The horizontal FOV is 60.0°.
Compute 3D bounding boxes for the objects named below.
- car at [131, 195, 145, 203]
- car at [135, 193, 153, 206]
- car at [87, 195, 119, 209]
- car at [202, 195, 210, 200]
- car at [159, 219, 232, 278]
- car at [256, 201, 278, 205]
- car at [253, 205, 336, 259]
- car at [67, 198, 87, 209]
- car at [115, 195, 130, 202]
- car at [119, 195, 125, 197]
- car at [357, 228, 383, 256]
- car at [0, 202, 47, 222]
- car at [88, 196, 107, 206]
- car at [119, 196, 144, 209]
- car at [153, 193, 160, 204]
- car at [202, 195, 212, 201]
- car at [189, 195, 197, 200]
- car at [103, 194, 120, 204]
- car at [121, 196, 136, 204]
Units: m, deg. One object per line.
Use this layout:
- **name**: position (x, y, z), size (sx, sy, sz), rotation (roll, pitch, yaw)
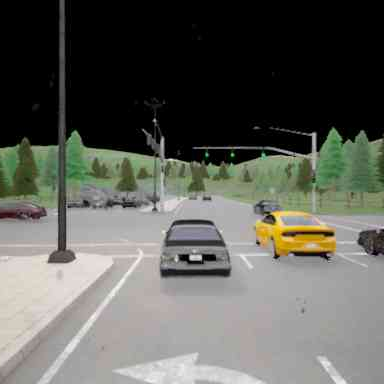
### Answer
- **car**: position (-11.495, 1.445, 70.586), size (2.128, 1.511, 4.902), rotation (0, 0, 0)
- **car**: position (-7.998, 1.292, 53.666), size (2.097, 1.767, 4.553), rotation (0, 0, 0)
- **car**: position (-11.559, 1.443, 43.473), size (2.128, 1.511, 4.902), rotation (0, 0, 1)
- **car**: position (3.765, 1.454, 87.524), size (1.994, 1.385, 4.181), rotation (0, 0, 2)
- **car**: position (0.023, 1.536, 10.060), size (2.033, 1.411, 5.357), rotation (0, 0, -1)
- **car**: position (7.102, 1.512, 31.649), size (2.033, 1.411, 5.357), rotation (0, 0, 0)
- **car**: position (3.601, 1.464, 12.506), size (1.882, 1.535, 5.008), rotation (0, 0, 0)
- **car**: position (-15.040, 1.514, 44.478), size (1.994, 1.385, 4.181), rotation (0, 0, 0)
- **car**: position (-14.993, 1.458, 72.213), size (2.033, 1.411, 5.357), rotation (0, 0, 0)
- **car**: position (-11.498, 1.505, 52.334), size (1.994, 1.385, 4.181), rotation (0, 0, 0)
- **car**: position (7.100, 1.536, 10.009), size (2.033, 1.411, 5.357), rotation (0, 0, 0)
- **car**: position (-13.763, 1.496, 25.887), size (4.674, 1.442, 1.812), rotation (0, 0, 5)
- **car**: position (-14.998, 1.466, 53.107), size (1.812, 1.442, 4.674), rotation (0, 0, 0)
- **car**: position (-8.046, 1.550, 44.723), size (1.895, 1.301, 4.718), rotation (0, 0, 0)
- **car**: position (-7.998, 1.150, 63.966), size (2.150, 2.045, 5.566), rotation (0, 0, 0)
- **car**: position (3.544, 1.391, 77.165), size (1.882, 1.535, 5.008), rotation (0, 0, 1)
- **car**: position (0.254, 1.455, 87.162), size (1.994, 1.385, 4.181), rotation (0, 0, 2)
- **car**: position (-14.998, 1.282, 61.970), size (2.097, 1.767, 4.553), rotation (0, 0, 0)
- **car**: position (-11.498, 1.496, 60.452), size (1.994, 1.385, 4.181), rotation (0, 0, 0)
